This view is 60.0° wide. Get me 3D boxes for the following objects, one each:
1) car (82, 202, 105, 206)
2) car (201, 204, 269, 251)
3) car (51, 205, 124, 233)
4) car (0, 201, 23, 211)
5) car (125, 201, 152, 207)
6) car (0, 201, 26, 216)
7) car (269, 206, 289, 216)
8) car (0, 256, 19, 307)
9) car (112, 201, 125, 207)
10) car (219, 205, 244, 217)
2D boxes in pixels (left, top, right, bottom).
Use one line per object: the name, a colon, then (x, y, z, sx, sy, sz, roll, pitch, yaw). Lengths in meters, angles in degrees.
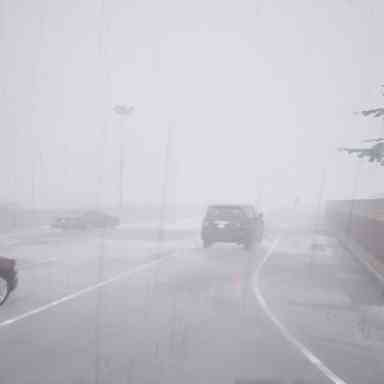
car: (-16.591, 2.319, 56.250, 1.994, 1.385, 4.181, 1, -1, 29)
car: (2.175, 1.606, 16.521, 2.150, 2.045, 5.566, 1, -1, 21)
car: (-6.866, 1.843, 22.121, 2.033, 1.411, 5.357, 1, -1, 19)
car: (-16.624, 1.716, 26.647, 2.033, 1.411, 5.357, 1, -1, 19)
car: (-7.645, 2.365, 50.515, 1.812, 1.442, 4.674, 1, -1, 27)
car: (-20.756, 1.771, 36.198, 1.837, 1.490, 4.892, 1, -1, 19)
car: (12.861, 2.804, 49.761, 1.812, 1.442, 4.674, 0, -1, 37)
car: (-5.200, 1.478, 5.285, 1.882, 1.535, 5.008, 1, -1, 19)
car: (-11.893, 2.394, 57.471, 1.837, 1.490, 4.892, 1, -2, 31)
car: (5.424, 2.546, 45.024, 1.812, 1.442, 4.674, 0, -2, 27)
